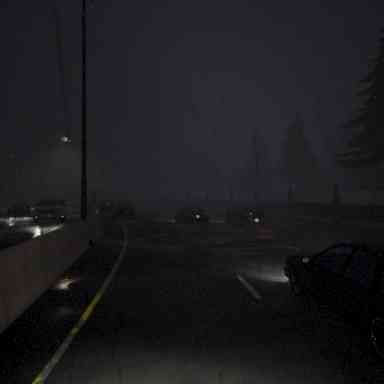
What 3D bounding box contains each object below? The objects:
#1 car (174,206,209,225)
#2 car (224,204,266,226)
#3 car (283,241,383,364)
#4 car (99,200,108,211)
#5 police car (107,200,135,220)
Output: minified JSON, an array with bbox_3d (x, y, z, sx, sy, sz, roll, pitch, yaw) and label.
[{"bbox_3d":[-0.083,1.762,26.058,1.994,1.385,4.181,0,0,-15],"label":"car"},{"bbox_3d":[3.842,1.680,24.898,1.837,1.490,4.892,0,-1,-13],"label":"car"},{"bbox_3d":[3.301,1.580,5.764,2.033,1.411,5.357,0,0,-4],"label":"car"},{"bbox_3d":[-12.389,1.903,48.169,2.128,1.511,4.902,0,0,-30],"label":"car"},{"bbox_3d":[-6.684,1.692,31.888,1.930,1.638,5.238,0,0,-19],"label":"police car"}]
